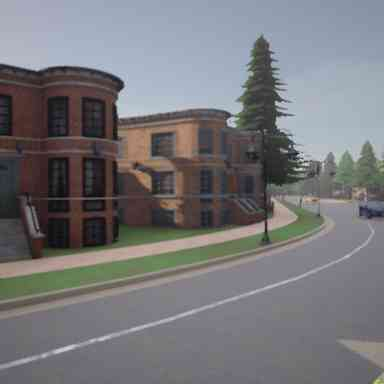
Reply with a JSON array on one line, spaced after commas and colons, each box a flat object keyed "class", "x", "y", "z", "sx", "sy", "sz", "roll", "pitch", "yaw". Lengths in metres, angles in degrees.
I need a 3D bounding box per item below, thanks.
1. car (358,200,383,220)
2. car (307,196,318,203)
[{"class": "car", "x": 15.267, "y": 1.451, "z": 27.692, "sx": 1.882, "sy": 1.535, "sz": 5.008, "roll": 0, "pitch": 0, "yaw": 16}, {"class": "car", "x": 24.469, "y": 1.453, "z": 67.391, "sx": 1.882, "sy": 1.535, "sz": 5.008, "roll": 0, "pitch": 0, "yaw": 13}]
